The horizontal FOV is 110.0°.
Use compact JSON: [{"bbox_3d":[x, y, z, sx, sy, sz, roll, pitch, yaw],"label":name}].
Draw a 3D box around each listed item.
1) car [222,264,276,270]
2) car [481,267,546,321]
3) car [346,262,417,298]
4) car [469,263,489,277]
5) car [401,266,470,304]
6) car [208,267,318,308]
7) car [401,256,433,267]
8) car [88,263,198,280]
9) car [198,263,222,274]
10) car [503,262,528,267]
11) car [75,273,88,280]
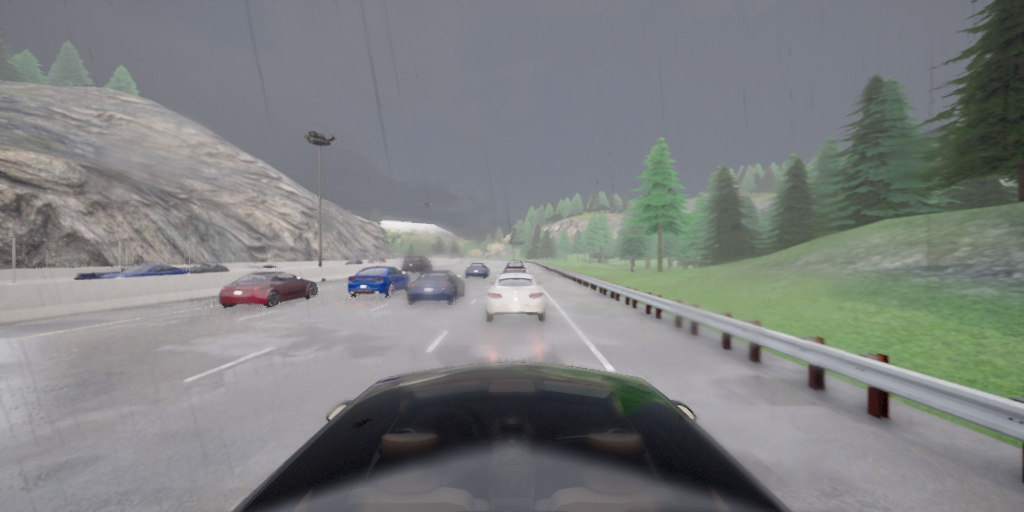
[{"bbox_3d":[-20.926,1.370,29.561,1.812,1.442,4.674,0,0,0],"label":"car"},{"bbox_3d":[0.130,1.274,12.342,1.812,1.442,4.674,0,0,0],"label":"car"},{"bbox_3d":[-6.816,1.257,18.951,1.882,1.535,5.008,0,0,0],"label":"car"},{"bbox_3d":[-3.196,1.324,33.845,1.994,1.385,4.181,0,0,0],"label":"car"},{"bbox_3d":[-3.336,1.328,16.421,1.994,1.385,4.181,0,0,0],"label":"car"},{"bbox_3d":[-10.342,1.361,15.579,1.994,1.385,4.181,0,0,0],"label":"car"},{"bbox_3d":[-10.160,1.014,38.768,2.150,2.045,5.566,0,0,0],"label":"car"},{"bbox_3d":[-24.473,1.339,24.125,1.882,1.535,5.008,0,0,1],"label":"car"},{"bbox_3d":[-27.902,1.370,32.170,2.128,1.511,4.902,0,0,1],"label":"car"},{"bbox_3d":[0.273,1.236,30.025,2.128,1.511,4.902,0,0,0],"label":"car"},{"bbox_3d":[-31.433,1.495,28.761,1.895,1.301,4.718,0,0,1],"label":"car"}]
